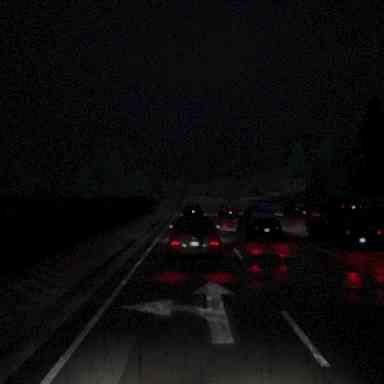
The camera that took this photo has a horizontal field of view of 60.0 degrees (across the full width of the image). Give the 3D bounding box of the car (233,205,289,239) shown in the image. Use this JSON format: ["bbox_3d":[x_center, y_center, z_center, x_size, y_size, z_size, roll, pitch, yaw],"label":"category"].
[{"bbox_3d":[3.607,1.662,18.283,1.812,1.442,4.674,0,0,0],"label":"car"}]

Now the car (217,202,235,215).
[{"bbox_3d":[3.617,1.776,33.680,1.812,1.442,4.674,0,0,0],"label":"car"}]

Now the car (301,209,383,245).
[{"bbox_3d":[7.103,1.720,16.060,1.895,1.301,4.718,0,0,0],"label":"car"}]

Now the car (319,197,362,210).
[{"bbox_3d":[14.111,1.457,31.726,2.150,2.045,5.566,0,0,0],"label":"car"}]

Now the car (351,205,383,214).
[{"bbox_3d":[10.605,1.635,17.519,1.837,1.490,4.892,0,0,0],"label":"car"}]

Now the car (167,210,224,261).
[{"bbox_3d":[0.091,1.642,12.580,2.033,1.411,5.357,0,0,0],"label":"car"}]

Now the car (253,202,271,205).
[{"bbox_3d":[7.118,1.732,34.220,1.882,1.535,5.008,0,0,0],"label":"car"}]

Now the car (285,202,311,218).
[{"bbox_3d":[10.617,1.775,33.666,1.812,1.442,4.674,0,0,0],"label":"car"}]

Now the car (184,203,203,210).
[{"bbox_3d":[0.116,1.811,33.206,1.994,1.385,4.181,0,0,0],"label":"car"}]
